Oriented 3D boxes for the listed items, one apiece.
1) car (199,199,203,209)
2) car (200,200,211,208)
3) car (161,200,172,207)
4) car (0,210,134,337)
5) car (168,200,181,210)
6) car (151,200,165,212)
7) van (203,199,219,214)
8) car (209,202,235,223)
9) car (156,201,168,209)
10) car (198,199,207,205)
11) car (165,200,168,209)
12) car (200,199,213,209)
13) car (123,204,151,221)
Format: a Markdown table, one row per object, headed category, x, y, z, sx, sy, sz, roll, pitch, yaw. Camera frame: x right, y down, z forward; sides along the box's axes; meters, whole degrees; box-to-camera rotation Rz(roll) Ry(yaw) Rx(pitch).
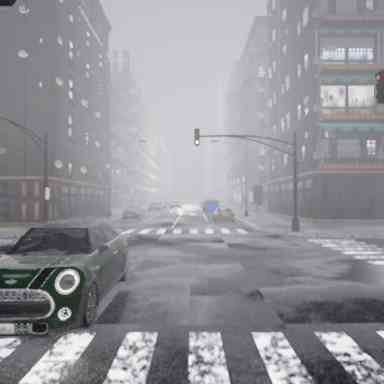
| category | x | y | z | sx | sy | sz | roll | pitch | yaw |
| --- | --- | --- | --- | --- | --- | --- | --- | --- | --- |
| car | 2.572 | 1.873 | 48.382 | 2.192 | 1.841 | 5.009 | 1 | -1 | 0 |
| car | 2.568 | 2.315 | 65.347 | 2.008 | 1.369 | 4.403 | 1 | -1 | 0 |
| car | -5.313 | 2.384 | 70.950 | 2.008 | 1.369 | 4.403 | 1 | -1 | 0 |
| car | -2.750 | 1.432 | 7.114 | 2.097 | 1.767 | 4.553 | 0 | -1 | 0 |
| car | -2.755 | 2.087 | 55.498 | 2.033 | 1.411 | 5.357 | 0 | -1 | 0 |
| car | -5.311 | 2.139 | 48.320 | 1.802 | 1.307 | 4.206 | 1 | -1 | 0 |
| van | 2.605 | 1.831 | 42.729 | 1.690 | 1.788 | 3.998 | 1 | -1 | 0 |
| car | 2.701 | 1.852 | 28.894 | 1.752 | 1.417 | 4.829 | 1 | -1 | 0 |
| car | -5.313 | 2.276 | 59.635 | 1.802 | 1.307 | 4.206 | 1 | -1 | 0 |
| car | 2.565 | 2.522 | 82.314 | 1.887 | 1.381 | 4.507 | 1 | -1 | 0 |
| car | -5.311 | 2.149 | 53.808 | 1.752 | 1.417 | 4.829 | 1 | -1 | 0 |
| car | 2.569 | 2.135 | 59.692 | 1.967 | 1.590 | 4.097 | 1 | -1 | 0 |
| car | -5.438 | 1.907 | 31.348 | 2.008 | 1.369 | 4.403 | 1 | -1 | 0 |
